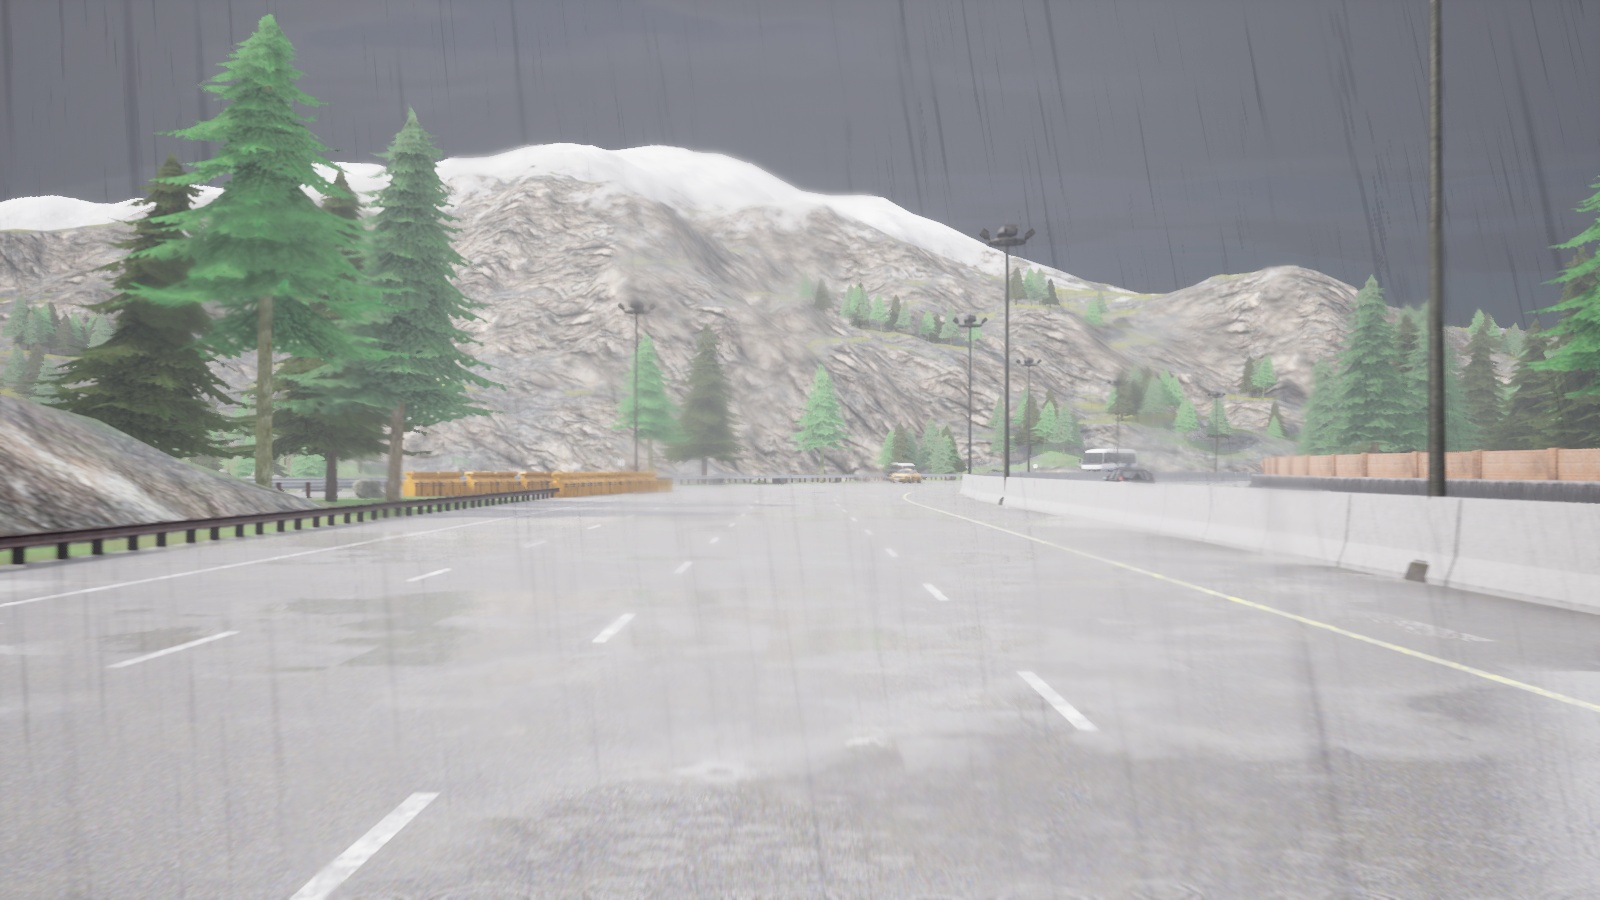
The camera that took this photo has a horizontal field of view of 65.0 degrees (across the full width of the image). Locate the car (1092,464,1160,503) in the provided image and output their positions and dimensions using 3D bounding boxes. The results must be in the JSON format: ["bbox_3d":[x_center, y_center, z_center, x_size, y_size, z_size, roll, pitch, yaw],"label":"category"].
[{"bbox_3d":[13.877,1.405,53.687,1.851,1.617,3.988,0,-1,0],"label":"car"}]
